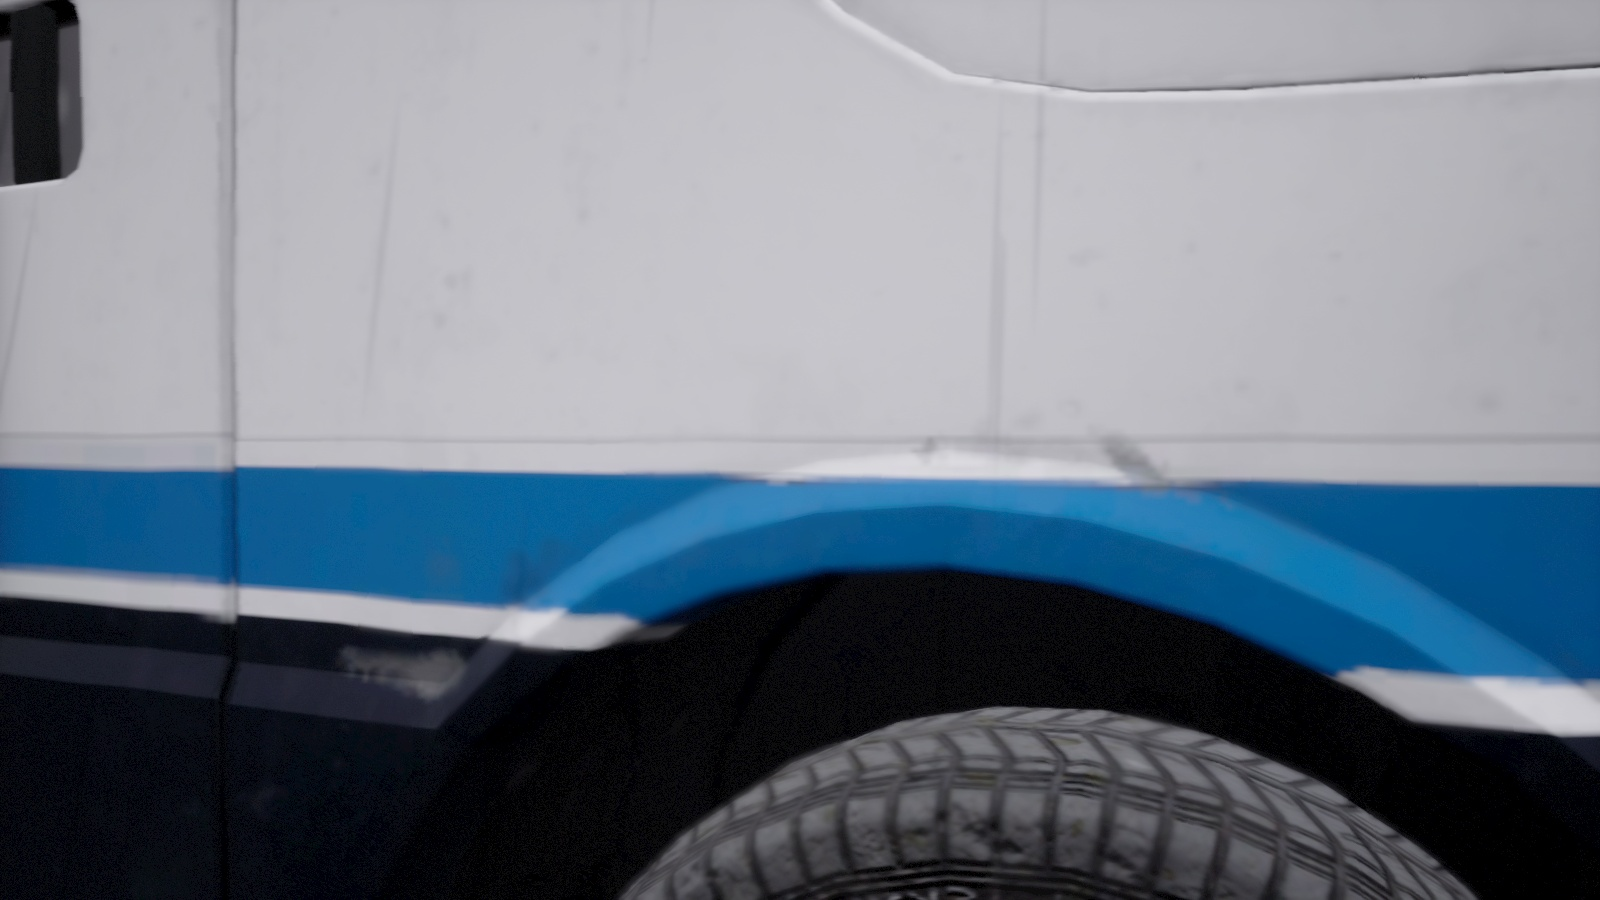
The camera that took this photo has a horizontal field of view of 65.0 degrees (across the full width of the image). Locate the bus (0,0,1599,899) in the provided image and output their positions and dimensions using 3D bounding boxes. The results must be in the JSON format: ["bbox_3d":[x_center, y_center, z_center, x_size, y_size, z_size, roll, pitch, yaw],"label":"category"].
[{"bbox_3d":[-1.887,-0.614,3.785,10.273,4.253,3.944,1,1,25],"label":"bus"}]
